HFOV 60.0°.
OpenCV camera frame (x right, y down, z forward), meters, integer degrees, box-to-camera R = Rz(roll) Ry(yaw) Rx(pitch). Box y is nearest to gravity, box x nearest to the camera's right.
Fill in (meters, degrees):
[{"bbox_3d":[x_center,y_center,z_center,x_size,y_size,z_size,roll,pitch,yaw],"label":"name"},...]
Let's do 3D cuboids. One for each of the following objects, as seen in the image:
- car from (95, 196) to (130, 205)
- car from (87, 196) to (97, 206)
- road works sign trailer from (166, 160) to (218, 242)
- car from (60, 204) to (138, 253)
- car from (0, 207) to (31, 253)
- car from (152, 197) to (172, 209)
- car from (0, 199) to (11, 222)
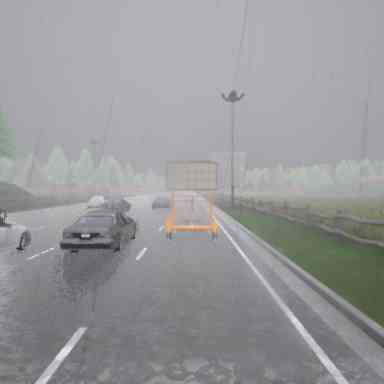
[{"bbox_3d":[-6.902,1.270,30.415,2.033,1.411,5.357,0,1,0],"label":"car"},{"bbox_3d":[-10.402,1.183,37.551,1.812,1.442,4.674,0,1,0],"label":"car"},{"bbox_3d":[-0.001,0.321,15.613,2.380,3.560,2.880,0,1,0],"label":"road works sign trailer"},{"bbox_3d":[-3.401,1.427,13.140,2.033,1.411,5.357,0,1,0],"label":"car"},{"bbox_3d":[-6.899,1.429,10.451,1.812,1.442,4.674,0,1,0],"label":"car"},{"bbox_3d":[-3.405,1.214,38.390,1.994,1.385,4.181,0,1,0],"label":"car"},{"bbox_3d":[-13.900,1.311,21.413,1.837,1.490,4.892,0,1,0],"label":"car"}]
